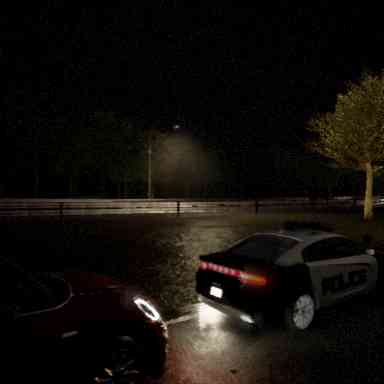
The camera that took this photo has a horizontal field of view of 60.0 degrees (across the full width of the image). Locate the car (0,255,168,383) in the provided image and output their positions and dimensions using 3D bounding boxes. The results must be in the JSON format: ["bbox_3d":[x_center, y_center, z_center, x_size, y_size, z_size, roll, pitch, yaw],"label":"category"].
[{"bbox_3d":[-2.486,1.354,3.381,4.553,1.767,2.097,0,0,-36],"label":"car"}]

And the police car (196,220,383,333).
[{"bbox_3d":[2.502,1.440,6.961,5.238,1.638,1.930,0,0,-36],"label":"police car"}]
